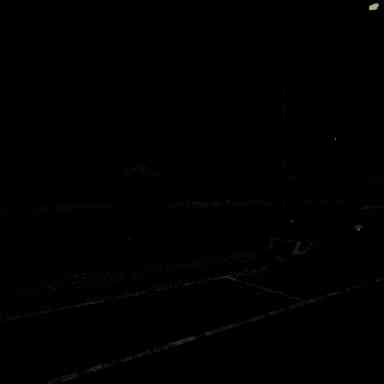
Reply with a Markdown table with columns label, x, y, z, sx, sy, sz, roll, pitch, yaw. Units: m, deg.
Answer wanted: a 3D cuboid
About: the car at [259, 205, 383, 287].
| label | x | y | z | sx | sy | sz | roll | pitch | yaw |
| --- | --- | --- | --- | --- | --- | --- | --- | --- | --- |
| car | 4.189 | 1.313 | 9.519 | 5.009 | 1.841 | 2.192 | 0 | 0 | -35 |
